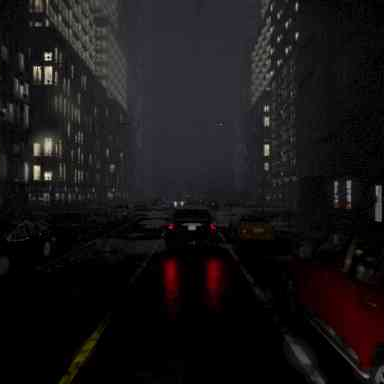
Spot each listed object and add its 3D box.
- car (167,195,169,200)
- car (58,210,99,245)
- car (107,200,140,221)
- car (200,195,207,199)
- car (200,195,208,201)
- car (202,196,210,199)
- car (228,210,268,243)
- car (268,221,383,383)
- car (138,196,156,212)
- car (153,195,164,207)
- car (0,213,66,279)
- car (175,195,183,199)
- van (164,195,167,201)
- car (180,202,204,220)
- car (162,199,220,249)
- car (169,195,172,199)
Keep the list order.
[{"bbox_3d":[-5.687,1.550,61.175,1.802,1.307,4.206,0,0,0],"label":"car"},{"bbox_3d":[-5.687,1.562,15.637,1.947,1.339,4.313,0,0,0],"label":"car"},{"bbox_3d":[-5.687,1.574,27.020,1.802,1.307,4.206,0,0,0],"label":"car"},{"bbox_3d":[2.695,1.403,66.852,1.967,1.590,4.097,0,0,0],"label":"car"},{"bbox_3d":[3.000,1.469,85.187,1.812,1.442,4.674,0,0,0],"label":"car"},{"bbox_3d":[2.694,1.547,44.085,1.947,1.339,4.313,0,0,0],"label":"car"},{"bbox_3d":[2.694,1.522,15.794,1.752,1.417,4.829,0,0,0],"label":"car"},{"bbox_3d":[2.695,1.314,4.240,2.192,1.841,5.009,0,0,0],"label":"car"},{"bbox_3d":[-5.687,1.536,38.406,2.008,1.369,4.403,0,0,0],"label":"car"},{"bbox_3d":[-5.687,1.522,49.790,1.887,1.381,4.507,0,0,0],"label":"car"},{"bbox_3d":[-5.687,1.549,9.944,2.008,1.369,4.403,0,0,0],"label":"car"},{"bbox_3d":[-3.000,1.446,76.747,1.837,1.490,4.892,0,0,0],"label":"car"},{"bbox_3d":[-5.686,1.314,55.483,1.690,1.788,3.998,0,0,0],"label":"van"},{"bbox_3d":[0.000,1.608,29.679,1.895,1.301,4.718,0,0,0],"label":"car"},{"bbox_3d":[0.000,1.364,14.619,2.097,1.767,4.553,0,0,0],"label":"car"},{"bbox_3d":[-5.686,1.391,78.250,1.967,1.590,4.097,0,0,0],"label":"car"}]
